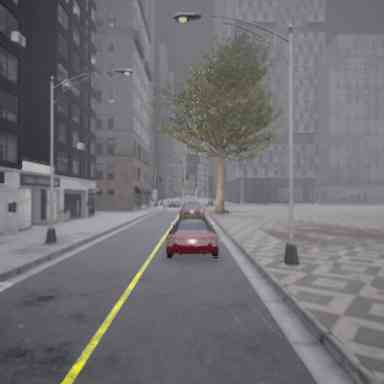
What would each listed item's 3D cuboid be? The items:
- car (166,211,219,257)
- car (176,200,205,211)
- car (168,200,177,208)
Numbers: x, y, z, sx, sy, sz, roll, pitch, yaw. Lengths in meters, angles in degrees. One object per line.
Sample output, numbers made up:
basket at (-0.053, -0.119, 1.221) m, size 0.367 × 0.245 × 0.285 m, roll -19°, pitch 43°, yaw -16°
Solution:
car at (0.023, 1.701, 13.541) m, size 1.994 × 1.385 × 4.181 m, roll 0°, pitch 0°, yaw 0°
car at (0.022, 1.637, 28.435) m, size 2.097 × 1.767 × 4.553 m, roll 0°, pitch -1°, yaw 0°
car at (-3.005, 2.160, 58.530) m, size 1.994 × 1.385 × 4.181 m, roll 0°, pitch -1°, yaw 1°
